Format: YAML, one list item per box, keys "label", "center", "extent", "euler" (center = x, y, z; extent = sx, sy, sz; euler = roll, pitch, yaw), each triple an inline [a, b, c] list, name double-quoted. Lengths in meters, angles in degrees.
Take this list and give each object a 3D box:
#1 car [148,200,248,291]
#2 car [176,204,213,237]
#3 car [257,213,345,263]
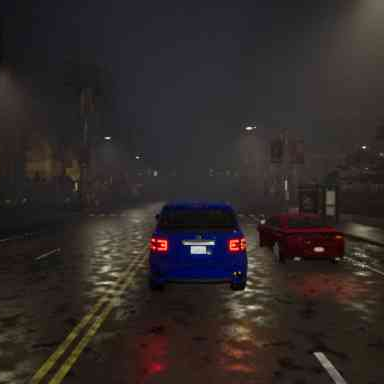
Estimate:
- label: "car"
  center: [0.121, 1.221, 9.157]
  extent: [2.150, 2.045, 5.566]
  euler: [0, 0, 0]
- label: "car"
  center: [0.146, 1.505, 19.019]
  extent: [1.837, 1.490, 4.892]
  euler: [0, 0, 0]
- label: "car"
  center: [3.636, 1.477, 11.980]
  extent: [1.882, 1.535, 5.008]
  euler: [0, 0, 0]
